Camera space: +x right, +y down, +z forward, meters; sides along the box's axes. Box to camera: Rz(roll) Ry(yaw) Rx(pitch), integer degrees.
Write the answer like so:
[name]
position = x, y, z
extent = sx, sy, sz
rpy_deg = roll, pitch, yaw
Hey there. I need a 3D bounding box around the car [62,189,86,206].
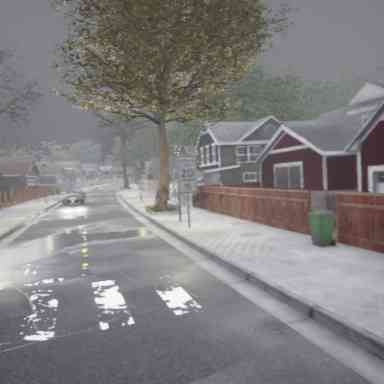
[car]
position = -11.379, 0.437, 32.247
extent = 2.128, 1.511, 4.902
rpy_deg = -4, 3, -15
